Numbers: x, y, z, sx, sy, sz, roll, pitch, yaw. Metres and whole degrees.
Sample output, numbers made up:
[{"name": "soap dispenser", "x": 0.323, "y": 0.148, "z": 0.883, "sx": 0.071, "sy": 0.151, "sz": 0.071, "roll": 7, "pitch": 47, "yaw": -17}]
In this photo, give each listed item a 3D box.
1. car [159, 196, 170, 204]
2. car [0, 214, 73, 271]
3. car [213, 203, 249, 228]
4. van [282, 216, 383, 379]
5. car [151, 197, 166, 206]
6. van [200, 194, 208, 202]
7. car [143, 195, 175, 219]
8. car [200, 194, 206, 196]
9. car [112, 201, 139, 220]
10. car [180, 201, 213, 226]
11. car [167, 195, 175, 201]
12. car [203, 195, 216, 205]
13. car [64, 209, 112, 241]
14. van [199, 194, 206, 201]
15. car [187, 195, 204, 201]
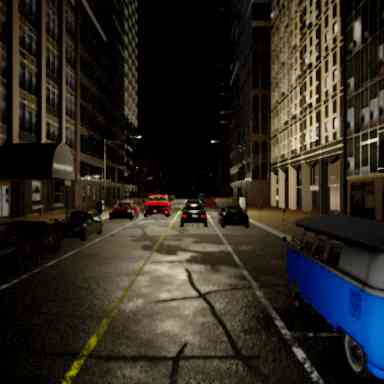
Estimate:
[{"name": "car", "x": -5.620, "y": 1.635, "z": 67.935, "sx": 1.887, "sy": 1.381, "sz": 4.507, "roll": 0, "pitch": 0, "yaw": 0}, {"name": "car", "x": -5.680, "y": 1.603, "z": 10.950, "sx": 1.802, "sy": 1.307, "sz": 4.206, "roll": 0, "pitch": 0, "yaw": 0}, {"name": "car", "x": 2.713, "y": 1.604, "z": 22.338, "sx": 1.947, "sy": 1.339, "sz": 4.313, "roll": 0, "pitch": 0, "yaw": 0}, {"name": "van", "x": 2.695, "y": 1.352, "z": 5.242, "sx": 1.690, "sy": 1.788, "sz": 3.998, "roll": 0, "pitch": 0, "yaw": 0}, {"name": "car", "x": -5.632, "y": 1.634, "z": 56.534, "sx": 2.008, "sy": 1.369, "sz": 4.403, "roll": 0, "pitch": 0, "yaw": 0}, {"name": "van", "x": 2.776, "y": 1.417, "z": 79.331, "sx": 1.690, "sy": 1.788, "sz": 3.998, "roll": 0, "pitch": 0, "yaw": 0}, {"name": "car", "x": -3.067, "y": 1.273, "z": 30.505, "sx": 2.150, "sy": 2.045, "sz": 5.566, "roll": 0, "pitch": 0, "yaw": 0}, {"name": "car", "x": 2.761, "y": 1.641, "z": 67.926, "sx": 2.008, "sy": 1.369, "sz": 4.403, "roll": 0, "pitch": 0, "yaw": 0}, {"name": "car", "x": -5.662, "y": 1.485, "z": 28.045, "sx": 1.967, "sy": 1.590, "sz": 4.097, "roll": 0, "pitch": 0, "yaw": 0}, {"name": "car", "x": 0.126, "y": 1.587, "z": 23.651, "sx": 2.033, "sy": 1.411, "sz": 5.357, "roll": 0, "pitch": 0, "yaw": 0}, {"name": "car", "x": -5.675, "y": 1.607, "z": 90.735, "sx": 1.947, "sy": 1.339, "sz": 4.313, "roll": 0, "pitch": 0, "yaw": 0}, {"name": "car", "x": 2.742, "y": 1.621, "z": 50.827, "sx": 1.887, "sy": 1.381, "sz": 4.507, "roll": 0, "pitch": 0, "yaw": 0}, {"name": "car", "x": -5.674, "y": 1.580, "z": 16.647, "sx": 2.008, "sy": 1.369, "sz": 4.403, "roll": 0, "pitch": 0, "yaw": 0}, {"name": "van", "x": 2.869, "y": 1.383, "z": 90.727, "sx": 1.690, "sy": 1.788, "sz": 3.998, "roll": 0, "pitch": 0, "yaw": 0}, {"name": "car", "x": 0.142, "y": 1.541, "z": 41.422, "sx": 1.882, "sy": 1.535, "sz": 5.008, "roll": 0, "pitch": 0, "yaw": 0}]
